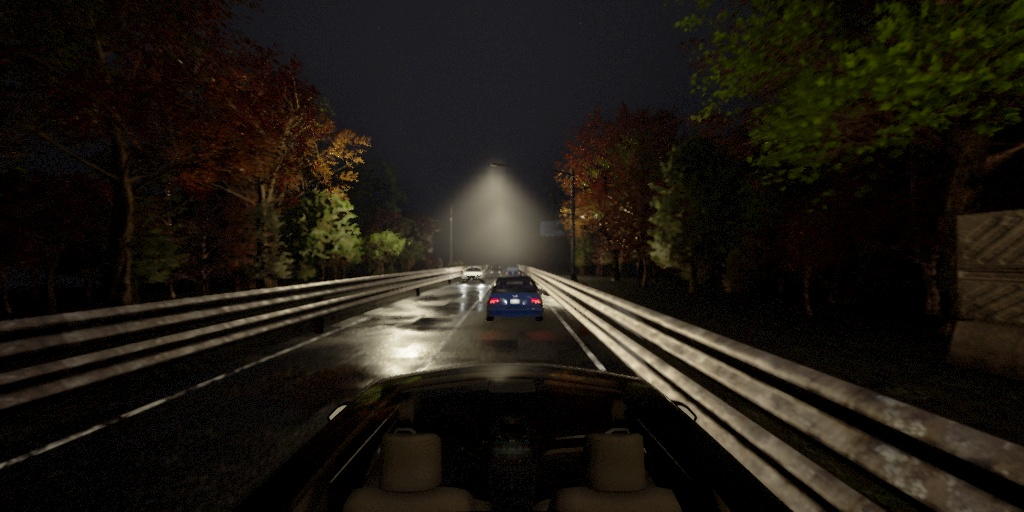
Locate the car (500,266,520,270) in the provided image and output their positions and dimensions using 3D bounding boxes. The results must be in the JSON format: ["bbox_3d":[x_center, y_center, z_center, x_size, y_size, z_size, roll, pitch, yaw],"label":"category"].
[{"bbox_3d":[0.093,1.813,38.291,2.033,1.411,5.357,0,-1,0],"label":"car"}]

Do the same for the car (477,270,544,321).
[{"bbox_3d":[0.090,1.403,12.966,2.033,1.411,5.357,0,-1,0],"label":"car"}]

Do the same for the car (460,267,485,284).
[{"bbox_3d":[-3.354,1.675,32.042,1.812,1.442,4.674,0,-1,0],"label":"car"}]
